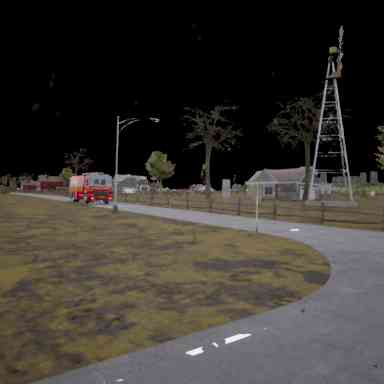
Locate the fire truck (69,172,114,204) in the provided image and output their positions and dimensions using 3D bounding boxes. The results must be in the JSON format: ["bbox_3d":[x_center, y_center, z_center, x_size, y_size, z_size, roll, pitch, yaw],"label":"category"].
[{"bbox_3d":[-12.913,-0.527,42.060,2.891,3.827,8.468,2,0,-35],"label":"fire truck"}]
